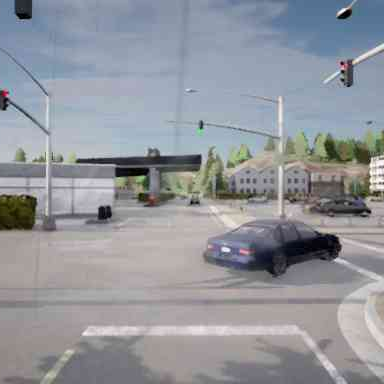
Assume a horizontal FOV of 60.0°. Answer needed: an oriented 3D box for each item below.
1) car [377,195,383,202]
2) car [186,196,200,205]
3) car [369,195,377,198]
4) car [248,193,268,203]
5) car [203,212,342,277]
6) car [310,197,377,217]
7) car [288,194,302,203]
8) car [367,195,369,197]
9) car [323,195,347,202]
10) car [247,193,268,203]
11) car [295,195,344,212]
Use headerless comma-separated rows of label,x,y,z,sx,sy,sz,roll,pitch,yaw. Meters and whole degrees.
car,38.990,1.318,63.493,5.027,1.636,2.152,0,0,0
car,0.521,1.641,62.961,2.128,1.511,4.902,0,0,0
car,38.672,1.412,69.910,3.806,1.475,1.970,0,0,0
car,13.130,1.523,66.615,3.806,1.475,1.970,0,0,0
car,2.746,1.573,10.474,5.357,1.411,2.033,0,0,-43
car,13.202,1.414,29.221,4.514,1.523,2.007,0,0,0
car,21.609,1.263,66.647,4.605,1.855,1.932,0,0,0
car,20.836,1.432,44.198,3.633,1.501,1.845,0,0,0
car,31.626,1.483,73.579,4.514,1.523,2.007,0,0,0
car,13.744,1.247,69.940,3.866,1.878,1.905,0,0,0
car,13.152,1.412,32.358,5.027,1.636,2.152,0,0,0
